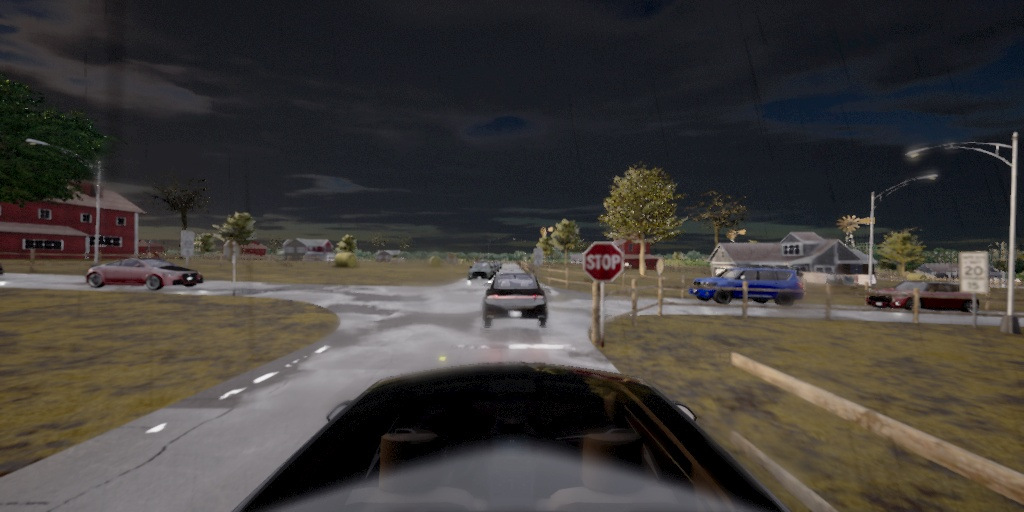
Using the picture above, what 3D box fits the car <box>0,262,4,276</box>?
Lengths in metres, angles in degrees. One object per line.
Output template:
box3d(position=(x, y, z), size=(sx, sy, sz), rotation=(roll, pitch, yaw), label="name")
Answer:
box3d(position=(-27.213, 0.358, 16.894), size=(4.902, 1.511, 2.128), rotation=(2, 0, 0), label="car")

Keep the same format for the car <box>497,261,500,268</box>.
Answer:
box3d(position=(-2.833, 1.545, 43.438), size=(1.837, 1.490, 4.892), rotation=(0, 0, 0), label="car")

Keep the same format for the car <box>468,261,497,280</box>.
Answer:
box3d(position=(-2.846, 1.322, 33.538), size=(2.097, 1.767, 4.553), rotation=(0, 0, 0), label="car")

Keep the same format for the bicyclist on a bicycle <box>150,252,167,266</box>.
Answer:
box3d(position=(-22.616, 0.543, 22.883), size=(0.582, 1.620, 1.656), rotation=(2, -1, 0), label="bicyclist on a bicycle")

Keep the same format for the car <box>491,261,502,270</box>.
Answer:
box3d(position=(-2.754, 1.707, 64.046), size=(1.837, 1.490, 4.892), rotation=(0, 0, 0), label="car")

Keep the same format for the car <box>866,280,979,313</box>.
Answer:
box3d(position=(22.596, 2.164, 19.887), size=(4.553, 1.767, 2.097), rotation=(2, 0, 0), label="car")

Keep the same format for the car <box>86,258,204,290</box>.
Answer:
box3d(position=(-17.158, 0.804, 16.900), size=(4.181, 1.385, 1.994), rotation=(2, 0, 0), label="car")

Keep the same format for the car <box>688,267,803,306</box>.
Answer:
box3d(position=(12.884, 1.647, 19.885), size=(5.566, 2.045, 2.150), rotation=(2, 0, 0), label="car")

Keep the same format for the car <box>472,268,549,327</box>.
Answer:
box3d(position=(0.099, 1.311, 11.736), size=(2.128, 1.511, 4.902), rotation=(0, 0, 0), label="car")

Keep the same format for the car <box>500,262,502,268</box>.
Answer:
box3d(position=(-2.825, 1.668, 53.726), size=(2.033, 1.411, 5.357), rotation=(0, 0, 1), label="car")
